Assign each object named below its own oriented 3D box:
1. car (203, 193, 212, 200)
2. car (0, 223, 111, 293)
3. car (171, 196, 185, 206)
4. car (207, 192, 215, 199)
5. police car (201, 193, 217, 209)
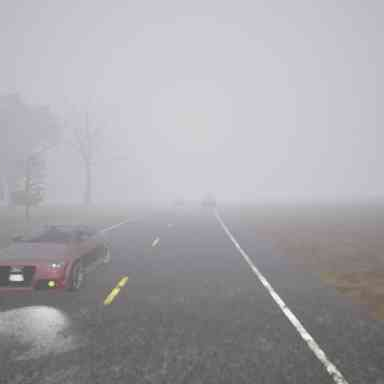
[{"bbox_3d":[3.568,1.087,76.795,1.837,1.490,4.892,0,0,6],"label":"car"},{"bbox_3d":[-3.526,1.540,8.704,1.994,1.385,4.181,0,0,1],"label":"car"},{"bbox_3d":[-2.019,1.384,50.007,1.812,1.442,4.674,0,0,4],"label":"car"},{"bbox_3d":[5.414,0.914,94.463,2.097,1.767,4.553,0,0,7],"label":"car"},{"bbox_3d":[2.180,1.308,42.616,1.930,1.638,5.238,0,0,3],"label":"police car"}]
